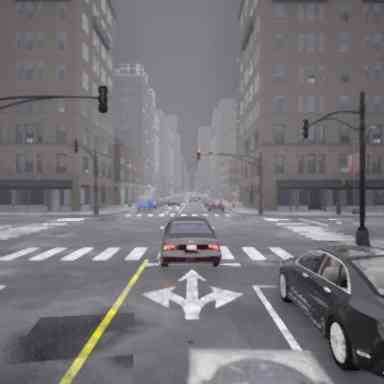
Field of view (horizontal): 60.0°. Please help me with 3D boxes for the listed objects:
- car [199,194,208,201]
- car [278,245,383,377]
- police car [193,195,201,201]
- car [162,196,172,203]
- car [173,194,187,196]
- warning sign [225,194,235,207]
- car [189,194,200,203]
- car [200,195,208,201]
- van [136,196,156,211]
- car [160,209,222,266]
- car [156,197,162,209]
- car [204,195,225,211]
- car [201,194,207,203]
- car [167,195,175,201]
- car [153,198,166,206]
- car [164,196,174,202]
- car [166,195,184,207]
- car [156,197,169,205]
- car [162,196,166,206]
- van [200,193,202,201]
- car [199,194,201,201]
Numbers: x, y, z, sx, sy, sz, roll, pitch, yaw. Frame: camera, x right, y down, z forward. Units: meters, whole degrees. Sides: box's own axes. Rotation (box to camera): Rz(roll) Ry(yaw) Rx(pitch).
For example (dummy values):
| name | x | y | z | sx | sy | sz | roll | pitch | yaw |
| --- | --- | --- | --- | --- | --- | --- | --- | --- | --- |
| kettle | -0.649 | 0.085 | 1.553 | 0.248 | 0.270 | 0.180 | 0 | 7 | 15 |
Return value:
| name | x | y | z | sx | sy | sz | roll | pitch | yaw |
| --- | --- | --- | --- | --- | --- | --- | --- | --- | --- |
| car | 3.108 | 1.397 | 91.179 | 2.192 | 1.841 | 5.009 | 0 | 0 | 0 |
| car | 2.672 | 1.556 | 5.507 | 2.008 | 1.369 | 4.403 | 0 | 0 | 0 |
| police car | 1.212 | 1.505 | 86.256 | 1.930 | 1.638 | 5.238 | 0 | 0 | -1 |
| car | -5.506 | 1.638 | 74.208 | 1.947 | 1.339 | 4.313 | 0 | 0 | 0 |
| car | -2.678 | 1.622 | 68.613 | 1.994 | 1.385 | 4.181 | 0 | 0 | 0 |
| warning sign | 5.275 | 1.163 | 46.139 | 1.300 | 1.860 | 1.060 | 0 | 0 | 0 |
| car | 0.329 | 1.655 | 69.760 | 1.895 | 1.301 | 4.718 | 0 | 0 | 0 |
| car | 3.079 | 1.519 | 85.511 | 1.967 | 1.590 | 4.097 | 0 | 0 | 0 |
| van | -5.684 | 1.382 | 40.199 | 1.690 | 1.788 | 3.998 | 0 | 0 | 0 |
| car | -0.139 | 1.560 | 11.586 | 2.033 | 1.411 | 5.357 | 0 | 0 | -3 |
| car | -5.654 | 1.487 | 45.867 | 1.967 | 1.590 | 4.097 | 0 | 0 | 0 |
| car | 2.842 | 1.481 | 40.157 | 1.967 | 1.590 | 4.097 | 0 | 0 | 0 |
| car | 2.901 | 1.493 | 51.495 | 1.967 | 1.590 | 4.097 | 0 | 0 | 0 |
| car | -5.448 | 1.604 | 85.375 | 1.752 | 1.417 | 4.829 | 0 | 0 | 0 |
| car | -5.595 | 1.640 | 57.204 | 1.802 | 1.307 | 4.206 | 0 | 0 | 0 |
| car | -5.476 | 1.621 | 79.876 | 1.887 | 1.381 | 4.507 | 0 | 0 | 0 |
| car | -2.829 | 1.619 | 53.175 | 1.994 | 1.385 | 4.181 | 0 | 0 | 1 |
| car | -5.565 | 1.629 | 62.872 | 1.947 | 1.339 | 4.313 | 0 | 0 | 0 |
| car | -5.624 | 1.619 | 51.536 | 1.947 | 1.339 | 4.313 | 0 | 0 | 0 |
| van | 2.960 | 1.405 | 62.833 | 1.690 | 1.788 | 3.998 | 0 | 0 | 0 |
| car | 2.991 | 1.594 | 68.672 | 1.752 | 1.417 | 4.829 | 0 | 0 | 0 |
